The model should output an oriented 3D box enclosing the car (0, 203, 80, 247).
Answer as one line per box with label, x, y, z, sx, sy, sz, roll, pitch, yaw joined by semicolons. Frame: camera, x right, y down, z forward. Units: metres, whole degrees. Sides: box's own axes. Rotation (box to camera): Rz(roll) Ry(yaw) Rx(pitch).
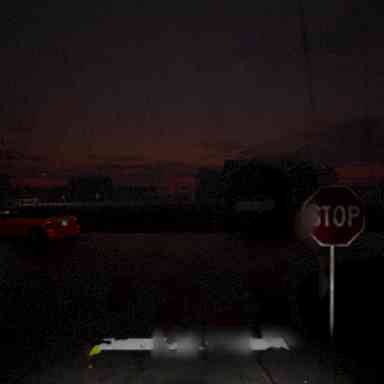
car;-7.518;1.398;15.468;4.553;1.767;2.097;0;1;25
